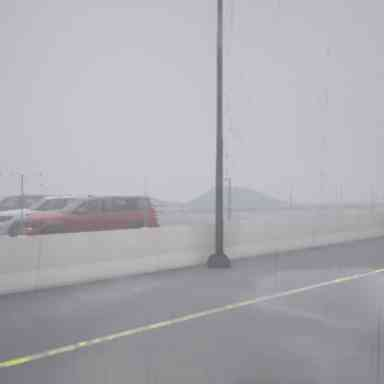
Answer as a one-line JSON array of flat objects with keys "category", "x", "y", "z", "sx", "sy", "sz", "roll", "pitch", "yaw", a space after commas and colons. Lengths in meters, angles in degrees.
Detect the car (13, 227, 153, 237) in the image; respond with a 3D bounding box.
[{"category": "car", "x": -4.078, "y": 1.192, "z": 13.805, "sx": 5.566, "sy": 2.045, "sz": 2.150, "roll": 0, "pitch": 0, "yaw": -34}]
